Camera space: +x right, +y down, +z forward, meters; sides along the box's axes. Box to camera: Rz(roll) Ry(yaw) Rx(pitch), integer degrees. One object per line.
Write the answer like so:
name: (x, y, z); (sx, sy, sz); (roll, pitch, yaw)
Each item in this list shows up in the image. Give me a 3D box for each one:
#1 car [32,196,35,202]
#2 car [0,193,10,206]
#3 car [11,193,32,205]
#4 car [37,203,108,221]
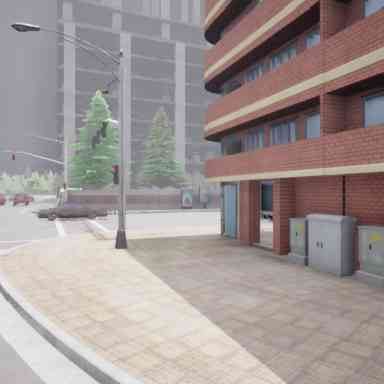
car: (-38.677, 1.524, 79.316); (1.812, 1.442, 4.674); (0, 0, -23)
car: (-32.428, 1.221, 55.743); (2.150, 2.045, 5.566); (0, 0, -23)
car: (-29.284, 1.221, 57.295); (2.150, 2.045, 5.566); (0, 0, -23)
car: (-9.716, 1.597, 27.292); (5.357, 1.411, 2.033); (0, 0, -22)
